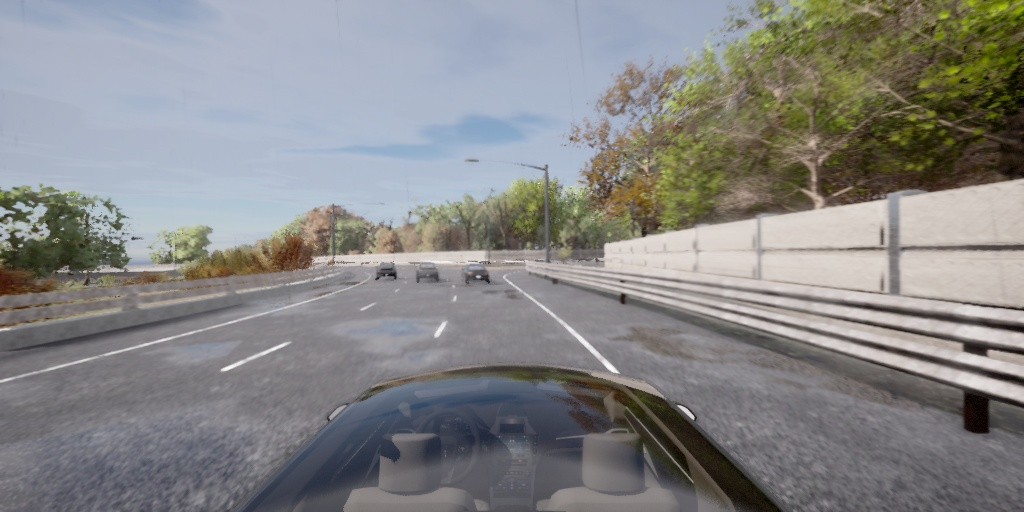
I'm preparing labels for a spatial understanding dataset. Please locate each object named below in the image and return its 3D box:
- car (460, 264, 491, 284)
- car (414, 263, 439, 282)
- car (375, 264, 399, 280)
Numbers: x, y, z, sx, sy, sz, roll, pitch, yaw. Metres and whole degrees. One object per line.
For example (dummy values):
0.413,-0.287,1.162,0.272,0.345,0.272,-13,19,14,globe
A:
-2.873,1.325,27.656,1.812,1.442,4.674,-1,0,-13,car
-7.399,1.371,31.232,2.128,1.511,4.902,-1,0,-15,car
-12.003,1.466,34.506,1.837,1.490,4.892,0,0,-18,car
